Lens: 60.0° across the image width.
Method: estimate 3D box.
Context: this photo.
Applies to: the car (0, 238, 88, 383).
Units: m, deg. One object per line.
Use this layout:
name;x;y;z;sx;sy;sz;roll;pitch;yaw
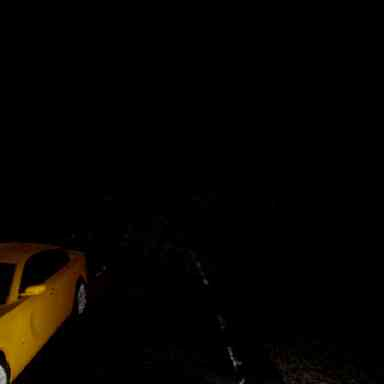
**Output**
car;-2.906;1.533;4.711;1.882;1.535;5.008;0;-1;-3
